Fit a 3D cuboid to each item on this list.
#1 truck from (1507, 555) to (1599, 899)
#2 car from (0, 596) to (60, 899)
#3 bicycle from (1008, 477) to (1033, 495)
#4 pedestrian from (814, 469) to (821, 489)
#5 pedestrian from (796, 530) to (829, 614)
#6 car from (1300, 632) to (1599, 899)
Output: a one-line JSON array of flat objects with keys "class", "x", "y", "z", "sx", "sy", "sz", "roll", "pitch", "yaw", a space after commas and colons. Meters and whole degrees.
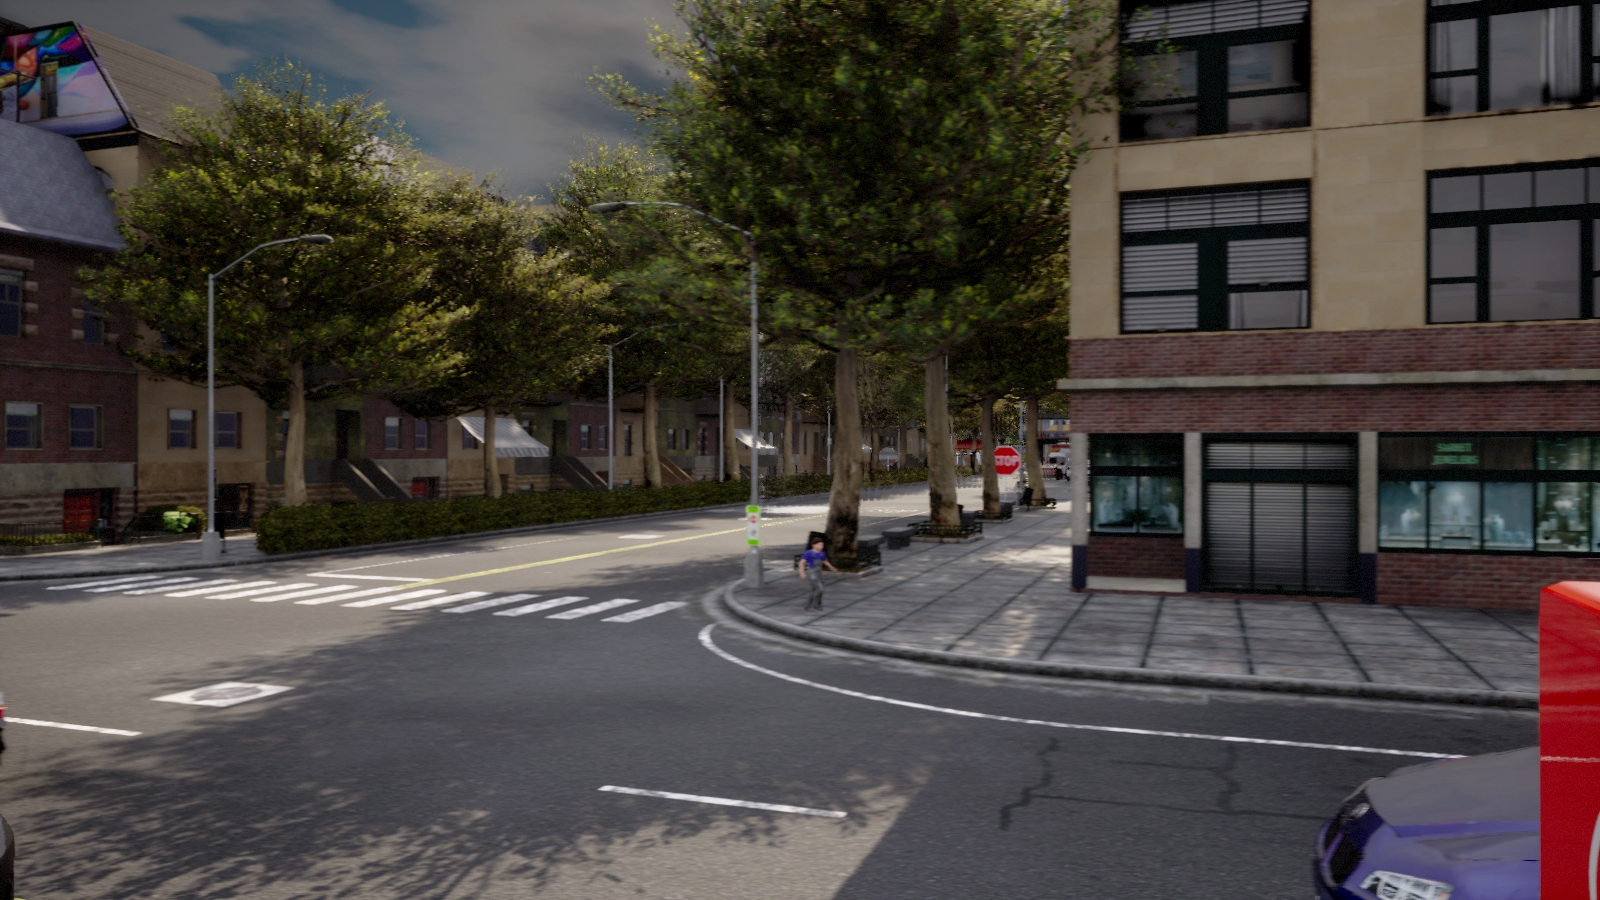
[{"class": "truck", "x": 4.374, "y": 1.573, "z": 1.711, "sx": 5.204, "sy": 2.467, "sz": 2.627, "roll": 0, "pitch": 0, "yaw": 20}, {"class": "car", "x": -6.724, "y": 1.779, "z": 5.716, "sx": 5.566, "sy": 2.045, "sz": 2.150, "roll": 0, "pitch": 0, "yaw": 20}, {"class": "bicycle", "x": 13.872, "y": 2.256, "z": 71.943, "sx": 0.859, "sy": 1.080, "sz": 1.487, "roll": 2, "pitch": -1, "yaw": -22}, {"class": "pedestrian", "x": 1.196, "y": 1.976, "z": 78.116, "sx": 0.375, "sy": 1.300, "sz": 0.375, "roll": 0, "pitch": 0, "yaw": 20}, {"class": "pedestrian", "x": 0.200, "y": 1.976, "z": 18.611, "sx": 0.375, "sy": 1.300, "sz": 0.375, "roll": 0, "pitch": 0, "yaw": 44}, {"class": "car", "x": 4.888, "y": 1.969, "z": 5.245, "sx": 4.611, "sy": 1.667, "sz": 2.242, "roll": 0, "pitch": 0, "yaw": 20}]
